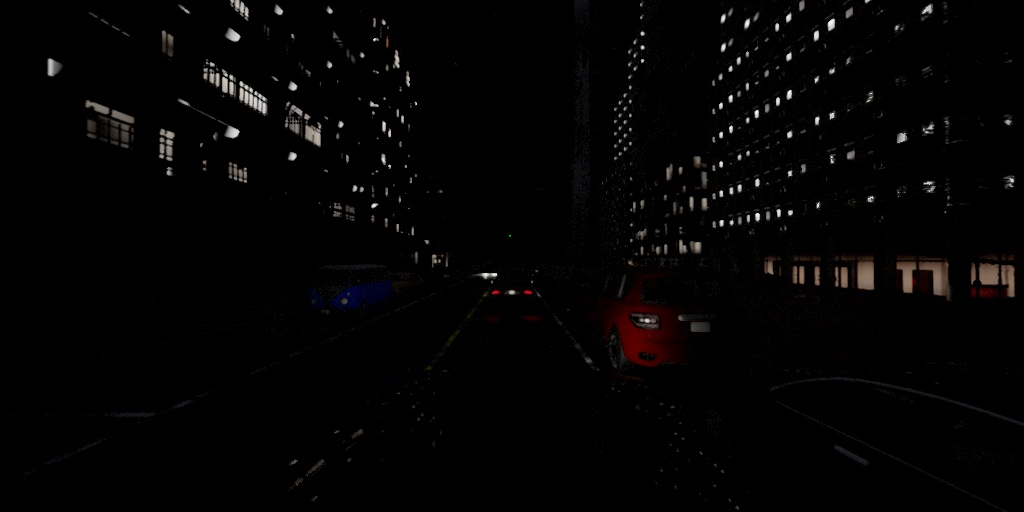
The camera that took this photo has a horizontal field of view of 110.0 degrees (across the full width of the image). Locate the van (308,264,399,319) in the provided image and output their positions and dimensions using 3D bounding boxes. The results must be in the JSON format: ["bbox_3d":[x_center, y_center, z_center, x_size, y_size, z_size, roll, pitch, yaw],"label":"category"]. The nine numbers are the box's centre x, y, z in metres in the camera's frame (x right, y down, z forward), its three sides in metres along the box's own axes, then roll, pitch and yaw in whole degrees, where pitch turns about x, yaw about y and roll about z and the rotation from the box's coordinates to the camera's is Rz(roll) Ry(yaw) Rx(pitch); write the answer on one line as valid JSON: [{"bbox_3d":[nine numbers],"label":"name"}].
[{"bbox_3d":[-5.693,1.197,13.021,1.690,1.789,3.998,0,0,0],"label":"van"}]

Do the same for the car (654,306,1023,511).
[{"bbox_3d":[2.692,1.303,1.978,2.007,1.370,4.403,0,0,0],"label":"car"}]

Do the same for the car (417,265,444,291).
[{"bbox_3d":[-5.696,1.529,24.067,1.948,1.339,4.313,0,0,0],"label":"car"}]

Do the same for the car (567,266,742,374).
[{"bbox_3d":[2.690,1.118,7.502,2.192,1.841,5.009,0,0,0],"label":"car"}]

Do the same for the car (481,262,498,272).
[{"bbox_3d":[-3.019,1.806,51.262,1.994,1.385,4.181,0,-1,0],"label":"car"}]

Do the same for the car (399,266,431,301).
[{"bbox_3d":[-5.695,1.435,18.374,1.751,1.417,4.829,0,0,0],"label":"car"}]

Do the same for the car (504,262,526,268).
[{"bbox_3d":[-0.003,1.514,31.326,1.882,1.535,5.008,0,0,0],"label":"car"}]

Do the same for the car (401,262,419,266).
[{"bbox_3d":[-16.453,1.662,59.126,4.403,1.370,2.007,0,0,-1],"label":"car"}]

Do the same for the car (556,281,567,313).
[{"bbox_3d":[2.688,1.422,13.023,1.948,1.339,4.313,0,0,0],"label":"car"}]

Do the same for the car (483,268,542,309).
[{"bbox_3d":[-0.004,1.431,15.836,2.033,1.411,5.357,0,-1,0],"label":"car"}]

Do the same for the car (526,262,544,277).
[{"bbox_3d":[2.680,1.697,40.636,1.948,1.339,4.313,0,0,0],"label":"car"}]
